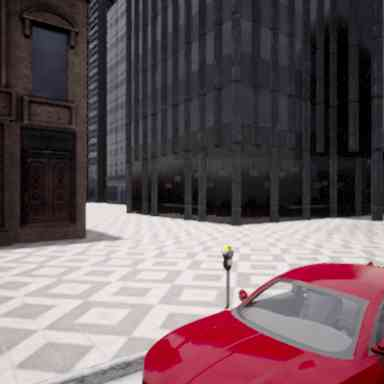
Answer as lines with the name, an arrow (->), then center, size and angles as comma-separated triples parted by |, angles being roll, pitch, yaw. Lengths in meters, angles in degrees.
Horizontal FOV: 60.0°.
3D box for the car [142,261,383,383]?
car -> 1.601, 1.550, 3.691 | 4.507, 1.381, 1.887 | 0, 0, -35
